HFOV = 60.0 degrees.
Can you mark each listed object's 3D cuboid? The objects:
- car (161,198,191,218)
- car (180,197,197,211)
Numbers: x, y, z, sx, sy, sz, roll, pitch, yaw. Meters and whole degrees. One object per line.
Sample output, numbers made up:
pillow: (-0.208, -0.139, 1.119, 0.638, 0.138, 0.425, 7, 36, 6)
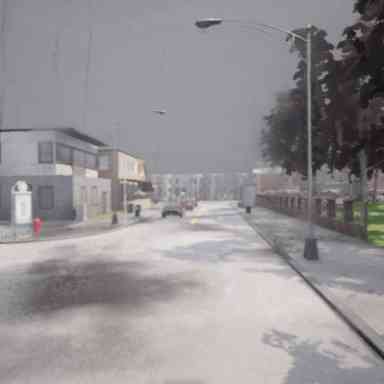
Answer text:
car: (-1.606, 1.585, 31.199, 2.033, 1.411, 5.357, -1, 0, 4)
car: (-0.849, 1.389, 41.272, 2.097, 1.767, 4.553, -1, 0, 4)
